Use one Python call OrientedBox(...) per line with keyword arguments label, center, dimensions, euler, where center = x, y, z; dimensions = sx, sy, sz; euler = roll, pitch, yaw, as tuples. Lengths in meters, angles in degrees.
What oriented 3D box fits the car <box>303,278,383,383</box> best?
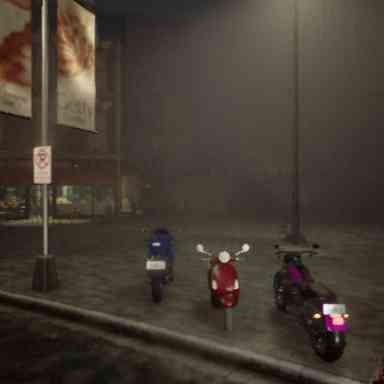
OrientedBox(label="car", center=(3.013, 1.345, 1.120), dimensions=(4.553, 1.767, 2.097), euler=(0, 0, 37))
